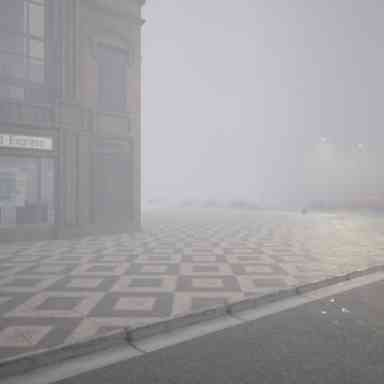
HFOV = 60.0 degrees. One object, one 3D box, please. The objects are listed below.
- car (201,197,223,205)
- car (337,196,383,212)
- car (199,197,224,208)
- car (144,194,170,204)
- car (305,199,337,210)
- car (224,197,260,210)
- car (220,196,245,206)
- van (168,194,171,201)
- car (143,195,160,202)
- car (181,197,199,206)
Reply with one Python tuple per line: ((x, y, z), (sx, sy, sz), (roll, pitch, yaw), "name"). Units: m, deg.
((3.639, 1.628, 61.706), (1.802, 1.307, 4.206), (0, 0, -36), "car")
((20.309, 1.378, 38.960), (2.192, 1.841, 5.009), (0, 0, -36), "car")
((3.416, 1.625, 47.587), (1.802, 1.307, 4.206), (0, 0, -36), "car")
((-6.585, 1.582, 61.233), (2.008, 1.369, 4.403), (0, 0, -36), "car")
((16.975, 1.626, 43.510), (1.947, 1.339, 4.313), (0, 0, -36), "car")
((6.750, 1.591, 43.039), (1.887, 1.381, 4.507), (0, 0, -36), "car")
((6.974, 1.490, 57.156), (1.967, 1.590, 4.097), (0, 0, -36), "car")
((-6.361, 1.366, 75.353), (1.690, 1.788, 3.998), (0, 0, -36), "van")
((-9.797, 1.538, 80.041), (1.752, 1.417, 4.829), (0, 0, -36), "car")
((0.082, 1.480, 52.136), (1.967, 1.590, 4.097), (0, 0, -36), "car")
